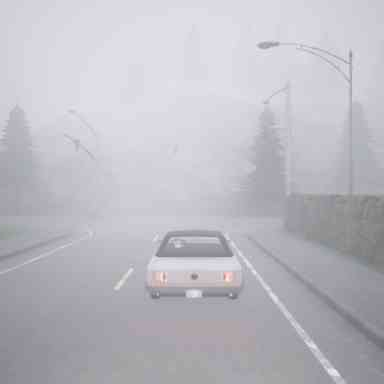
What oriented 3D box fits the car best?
[{"bbox_3d":[0.061,1.598,8.382,1.895,1.301,4.718,0,0,0],"label":"car"}]
